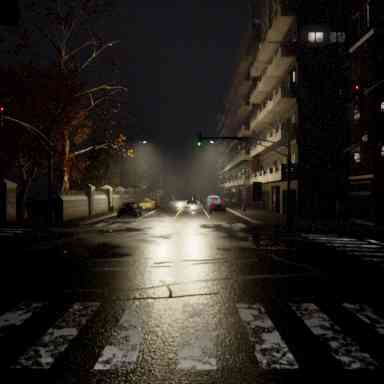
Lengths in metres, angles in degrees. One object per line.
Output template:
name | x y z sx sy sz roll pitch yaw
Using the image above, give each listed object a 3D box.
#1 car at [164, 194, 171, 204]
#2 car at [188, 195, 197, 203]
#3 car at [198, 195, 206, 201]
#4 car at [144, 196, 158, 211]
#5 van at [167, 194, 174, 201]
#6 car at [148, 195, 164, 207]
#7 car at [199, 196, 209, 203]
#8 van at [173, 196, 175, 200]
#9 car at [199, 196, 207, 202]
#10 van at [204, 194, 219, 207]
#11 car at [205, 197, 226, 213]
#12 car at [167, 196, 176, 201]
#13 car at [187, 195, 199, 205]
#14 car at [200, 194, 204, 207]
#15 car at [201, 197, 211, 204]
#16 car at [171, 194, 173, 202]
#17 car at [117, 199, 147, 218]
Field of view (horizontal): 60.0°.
car | -5.674 1.511 64.571 1.967 1.590 4.097 0 0 0
car | 0.016 1.459 69.922 1.837 1.490 4.892 0 0 0
car | 2.711 1.562 87.088 1.967 1.590 4.097 0 0 0
car | -5.678 1.559 41.880 1.752 1.417 4.829 0 0 0
van | -5.669 1.463 87.090 1.690 1.788 3.998 0 0 0
car | -5.677 1.357 47.680 2.192 1.841 5.009 0 0 0
car | 2.708 1.645 75.829 2.008 1.369 4.403 0 0 0
van | -5.671 1.449 81.461 1.690 1.788 3.998 0 0 0
car | 2.709 1.652 81.458 1.887 1.381 4.507 0 0 0
van | 2.703 1.375 42.048 1.690 1.788 3.998 0 0 0
car | 2.701 1.571 36.417 1.887 1.381 4.507 0 0 0
car | -5.669 1.689 92.719 2.008 1.369 4.403 0 0 0
car | 0.013 1.609 59.503 2.033 1.411 5.357 0 0 0
car | 2.704 1.491 53.308 1.967 1.590 4.097 0 0 0
car | 2.706 1.616 64.568 1.887 1.381 4.507 0 0 0
car | -5.672 1.523 70.200 1.967 1.590 4.097 0 0 0
car | -5.680 1.586 30.788 1.947 1.339 4.313 0 0 0
